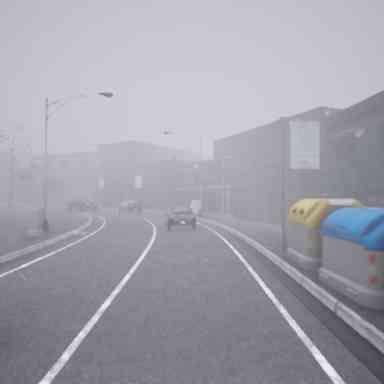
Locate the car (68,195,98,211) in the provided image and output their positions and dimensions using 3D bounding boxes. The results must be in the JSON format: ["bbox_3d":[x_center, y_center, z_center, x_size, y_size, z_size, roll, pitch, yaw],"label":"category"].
[{"bbox_3d":[-14.247,1.396,43.282,2.150,2.045,5.566,1,-1,-41],"label":"car"}]

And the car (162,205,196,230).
[{"bbox_3d":[-0.906,1.627,22.379,2.128,1.511,4.902,0,0,-9],"label":"car"}]

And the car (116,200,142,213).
[{"bbox_3d":[-7.766,1.733,40.665,1.837,1.490,4.892,2,-1,-32],"label":"car"}]
